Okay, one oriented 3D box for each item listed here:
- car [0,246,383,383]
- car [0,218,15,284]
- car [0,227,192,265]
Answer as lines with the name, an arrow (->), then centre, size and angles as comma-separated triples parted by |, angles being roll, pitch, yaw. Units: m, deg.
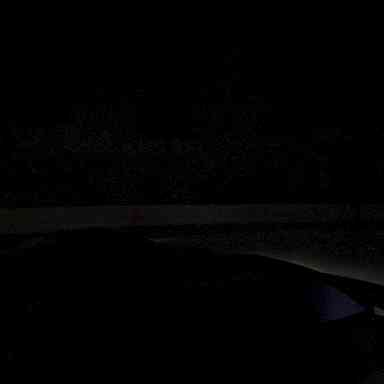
car -> 0.714, 1.520, 3.969 | 5.357, 1.411, 2.033 | 0, 0, -30
car -> -7.077, 1.477, 7.374 | 5.357, 1.411, 2.033 | 0, 0, -35
car -> -1.653, 1.427, 6.439 | 5.008, 1.535, 1.882 | 0, 0, -32
